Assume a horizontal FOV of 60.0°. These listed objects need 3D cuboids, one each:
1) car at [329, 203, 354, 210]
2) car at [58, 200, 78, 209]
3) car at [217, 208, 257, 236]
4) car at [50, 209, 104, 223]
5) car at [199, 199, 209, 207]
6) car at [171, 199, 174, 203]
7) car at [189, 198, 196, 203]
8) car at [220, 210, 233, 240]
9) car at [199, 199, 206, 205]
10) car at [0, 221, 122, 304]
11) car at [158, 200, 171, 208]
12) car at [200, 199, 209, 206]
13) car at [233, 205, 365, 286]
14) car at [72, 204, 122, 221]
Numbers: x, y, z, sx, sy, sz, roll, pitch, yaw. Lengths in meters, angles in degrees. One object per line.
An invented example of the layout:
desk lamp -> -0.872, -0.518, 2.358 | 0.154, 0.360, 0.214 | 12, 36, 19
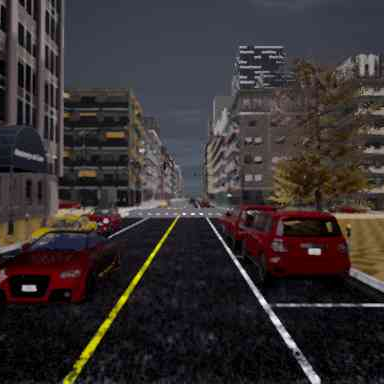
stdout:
car -> 20.878, 2.265, 45.551 | 4.097, 1.590, 1.967 | 1, -2, 0
car -> -17.221, 1.770, 45.258 | 4.507, 1.381, 1.887 | 1, -2, 0
car -> 2.712, 1.781, 20.841 | 1.887, 1.381, 4.507 | 1, -1, 0
car -> -5.671, 1.697, 15.119 | 1.752, 1.417, 4.829 | 1, -1, 0
car -> 2.746, 2.337, 69.874 | 1.887, 1.381, 4.507 | 1, -1, 0
car -> -5.631, 2.400, 75.417 | 1.887, 1.381, 4.507 | 1, -1, 0
car -> 0.062, 2.467, 91.142 | 1.837, 1.490, 4.892 | 0, -1, 0
car -> 2.711, 1.489, 15.284 | 2.192, 1.841, 5.009 | 1, -1, 0
car -> 2.757, 2.564, 86.443 | 1.802, 1.307, 4.206 | 1, -1, 0
car -> -3.094, 1.659, 8.314 | 1.994, 1.385, 4.181 | 0, -1, 0
car -> -5.638, 2.253, 64.201 | 1.752, 1.417, 4.829 | 1, -1, 0
car -> 2.751, 2.296, 75.399 | 1.967, 1.590, 4.097 | 1, -1, 0
car -> 2.707, 1.426, 9.724 | 2.192, 1.841, 5.009 | 1, -1, 0
car -> -5.667, 1.676, 20.849 | 1.967, 1.590, 4.097 | 1, -1, 0
